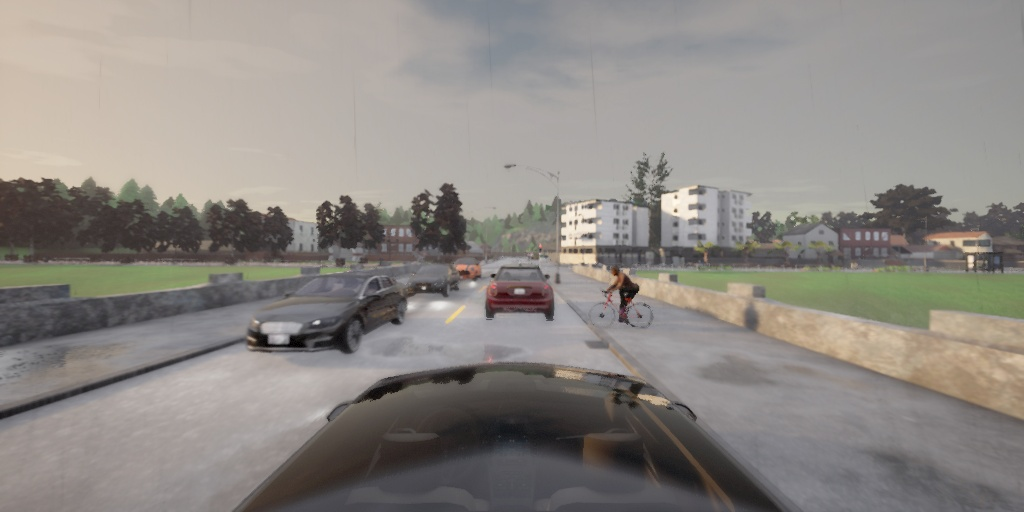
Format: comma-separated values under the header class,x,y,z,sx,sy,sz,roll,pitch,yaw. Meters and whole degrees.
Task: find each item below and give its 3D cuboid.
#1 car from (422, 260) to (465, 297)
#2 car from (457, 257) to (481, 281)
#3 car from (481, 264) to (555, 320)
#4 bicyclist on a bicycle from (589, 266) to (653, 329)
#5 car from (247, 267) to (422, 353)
class,x,y,z,sx,sy,sz,roll,pitch,yaw
car,-3.790,1.129,17.988,1.837,1.490,4.892,1,0,1
car,-3.573,0.923,27.799,2.097,1.767,4.553,1,0,1
car,0.279,1.043,12.587,2.097,1.767,4.553,1,0,1
bicyclist on a bicycle,2.803,1.081,9.234,1.656,1.620,0.582,0,0,1
car,-3.986,1.167,8.657,2.128,1.511,4.902,1,0,1
